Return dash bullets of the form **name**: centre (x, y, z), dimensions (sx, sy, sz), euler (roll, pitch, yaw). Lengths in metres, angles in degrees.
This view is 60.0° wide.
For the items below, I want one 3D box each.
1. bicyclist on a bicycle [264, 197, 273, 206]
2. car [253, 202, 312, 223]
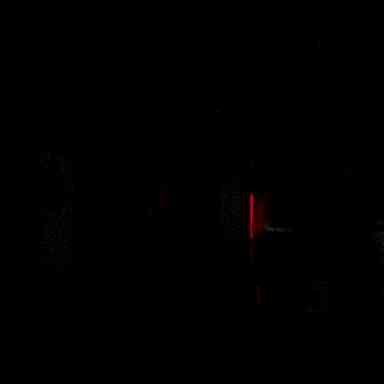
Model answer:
- **bicyclist on a bicycle**: centre (7.417, 1.349, 32.129), dimensions (1.656, 1.620, 0.582), euler (0, 0, -36)
- **car**: centre (6.732, 1.477, 25.473), dimensions (1.882, 1.535, 5.008), euler (0, 0, -33)
